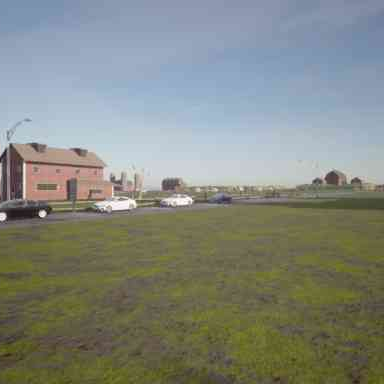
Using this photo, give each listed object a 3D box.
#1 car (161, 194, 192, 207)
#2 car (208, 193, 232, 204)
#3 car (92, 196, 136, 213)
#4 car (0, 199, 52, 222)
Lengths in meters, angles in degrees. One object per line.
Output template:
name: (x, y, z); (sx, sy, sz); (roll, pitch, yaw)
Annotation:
car: (-1.770, 1.026, 40.062); (1.812, 1.442, 4.674); (1, 1, 36)
car: (4.142, 0.875, 48.171); (1.812, 1.442, 4.674); (1, 1, 36)
car: (-7.421, 1.170, 32.257); (1.812, 1.442, 4.674); (1, 1, 36)
car: (-12.913, 1.285, 24.677); (1.837, 1.490, 4.892); (1, 1, 36)
